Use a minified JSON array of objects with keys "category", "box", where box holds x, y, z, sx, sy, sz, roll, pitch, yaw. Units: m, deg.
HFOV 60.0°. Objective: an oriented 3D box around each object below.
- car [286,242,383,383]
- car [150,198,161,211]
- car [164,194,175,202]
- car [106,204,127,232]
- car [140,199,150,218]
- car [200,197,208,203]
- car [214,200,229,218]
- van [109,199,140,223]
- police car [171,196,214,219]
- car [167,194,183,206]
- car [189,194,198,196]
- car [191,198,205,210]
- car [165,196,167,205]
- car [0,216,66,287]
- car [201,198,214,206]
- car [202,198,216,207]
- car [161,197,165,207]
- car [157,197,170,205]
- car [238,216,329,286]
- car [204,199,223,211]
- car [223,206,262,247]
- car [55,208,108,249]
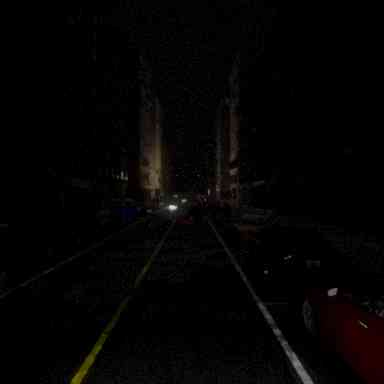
[{"category":"car","box":[2.638,1.591,3.863,1.802,1.307,4.206,0,0,0]},{"category":"car","box":[-5.376,1.612,41.593,1.752,1.417,4.829,0,0,0]},{"category":"car","box":[-5.365,1.464,79.653,2.192,1.841,5.009,0,0,0]},{"category":"car","box":[-5.382,1.626,20.113,1.802,1.307,4.206,0,0,0]},{"category":"car","box":[-5.379,1.506,30.938,1.967,1.590,4.097,0,0,0]},{"category":"car","box":[2.659,1.724,74.228,1.802,1.307,4.206,0,0,0]},{"category":"car","box":[2.646,1.617,30.927,2.008,1.369,4.403,0,0,0]},{"category":"van","box":[-5.381,1.396,25.526,1.690,1.788,3.998,0,0,0]},{"category":"police car","box":[0.150,1.489,29.889,1.930,1.638,5.238,0,0,17]},{"category":"car","box":[-2.789,1.610,57.837,2.128,1.511,4.902,0,0,0]},{"category":"car","box":[0.018,1.697,65.352,1.994,1.385,4.181,0,0,0]},{"category":"car","box":[0.838,1.621,45.456,1.812,1.442,4.674,0,0,0]},{"category":"car","box":[-5.373,1.634,52.418,1.752,1.417,4.829,0,0,0]},{"category":"car","box":[-5.385,1.587,9.287,1.947,1.339,4.313,0,0,0]},{"category":"car","box":[2.654,1.685,57.990,1.947,1.339,4.313,0,0,0]},{"category":"car","box":[2.652,1.675,52.577,1.947,1.339,4.313,0,0,0]},{"category":"car","box":[-5.374,1.664,47.176,1.947,1.339,4.313,0,0,0]},{"category":"car","box":[-5.370,1.678,63.414,2.008,1.369,4.403,0,0,0]},{"category":"car","box":[2.640,1.587,9.276,1.947,1.339,4.313,0,0,0]},{"category":"car","box":[2.649,1.638,41.752,2.008,1.369,4.403,0,0,0]},{"category":"car","box":[2.642,1.559,14.858,1.752,1.417,4.829,0,0,0]},{"category":"car","box":[-5.384,1.599,14.700,1.947,1.339,4.313,0,0,0]}]
